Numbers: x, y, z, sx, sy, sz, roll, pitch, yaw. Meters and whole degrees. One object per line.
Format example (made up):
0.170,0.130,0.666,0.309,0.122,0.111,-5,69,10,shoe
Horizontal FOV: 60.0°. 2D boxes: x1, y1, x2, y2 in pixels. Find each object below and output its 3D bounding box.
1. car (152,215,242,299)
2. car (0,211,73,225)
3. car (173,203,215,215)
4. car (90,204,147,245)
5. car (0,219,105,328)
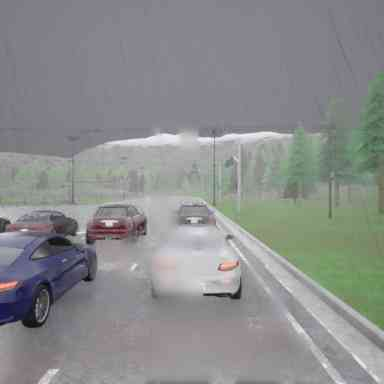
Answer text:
0.102,1.526,8.301,1.812,1.442,4.674,0,0,0,car
-6.897,1.564,15.721,1.994,1.385,4.181,0,0,0,car
0.105,1.352,17.207,2.097,1.767,4.553,0,0,0,car
-3.398,1.352,15.782,2.097,1.767,4.553,0,0,0,car
-3.393,1.526,6.848,1.812,1.442,4.674,0,0,0,car
